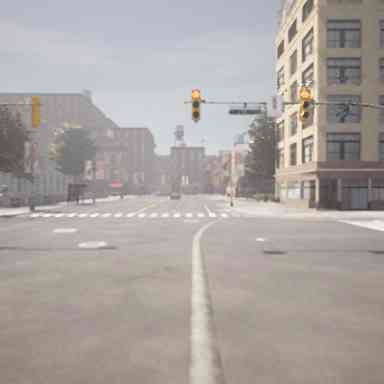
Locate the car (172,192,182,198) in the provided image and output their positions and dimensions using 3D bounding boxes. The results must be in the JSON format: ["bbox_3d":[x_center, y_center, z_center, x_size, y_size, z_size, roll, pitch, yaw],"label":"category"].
[{"bbox_3d":[-3.531,0.740,79.246,2.033,1.411,5.357,0,1,1],"label":"car"}]

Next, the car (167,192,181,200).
[{"bbox_3d":[-3.527,0.877,68.836,2.033,1.411,5.357,0,1,0],"label":"car"}]
